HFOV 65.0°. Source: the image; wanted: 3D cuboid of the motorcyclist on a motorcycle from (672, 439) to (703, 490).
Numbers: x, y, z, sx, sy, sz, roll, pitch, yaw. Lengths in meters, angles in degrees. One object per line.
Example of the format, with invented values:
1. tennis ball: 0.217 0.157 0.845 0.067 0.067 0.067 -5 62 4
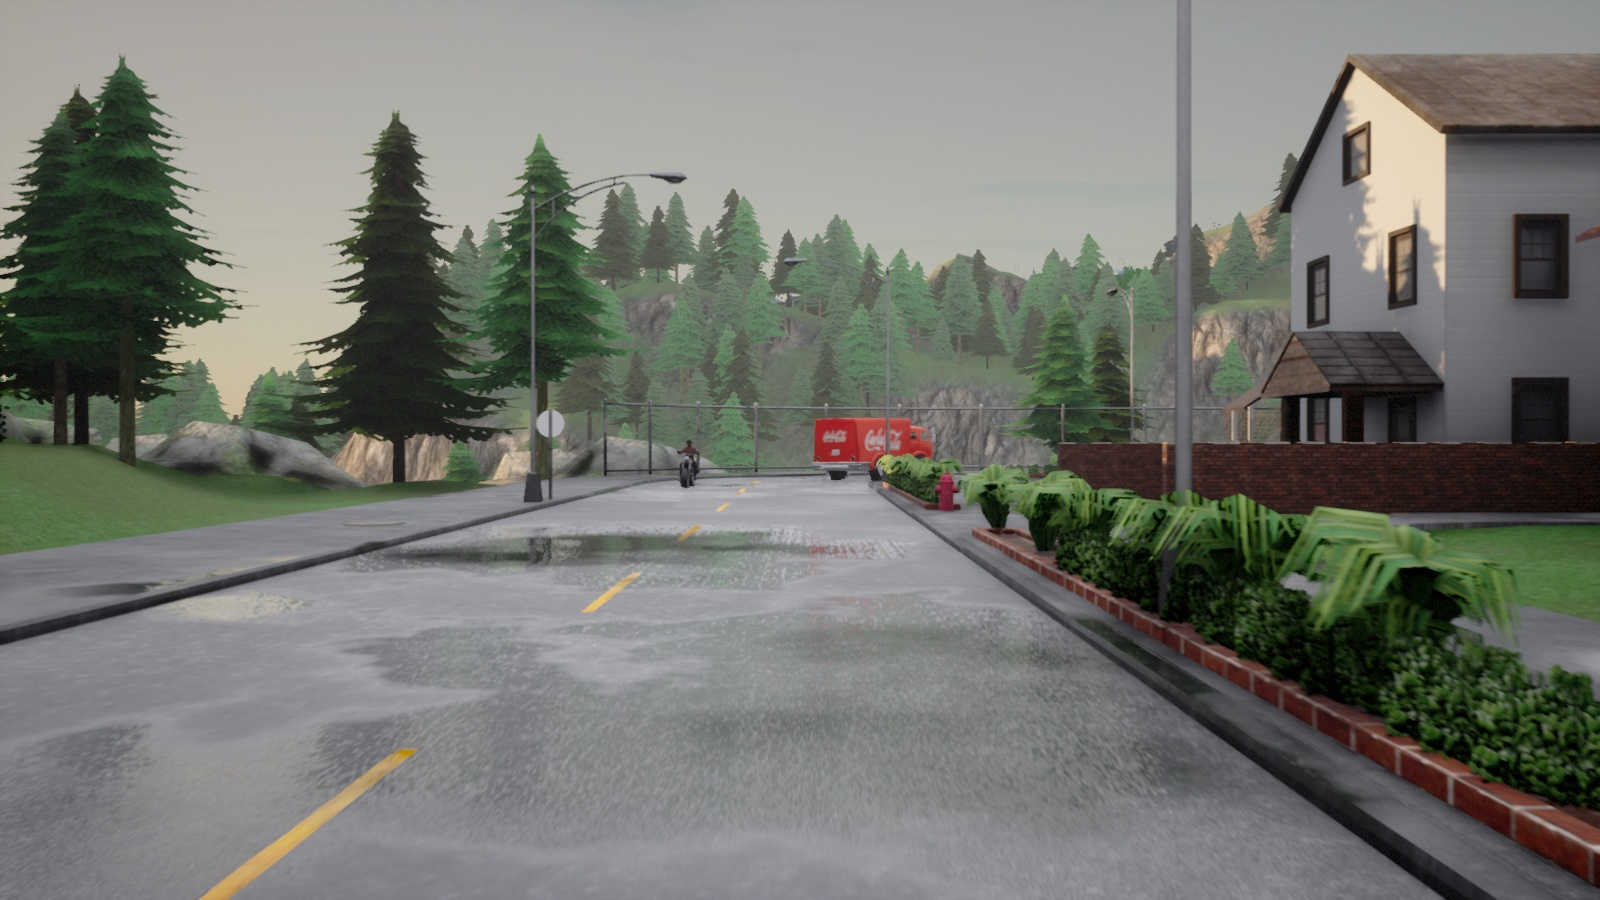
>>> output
1. motorcyclist on a motorcycle: -3.751 0.457 42.008 0.766 1.649 2.350 0 1 2

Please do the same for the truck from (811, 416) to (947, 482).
1. truck: 3.203 -0.021 50.114 2.627 2.467 5.204 -1 -1 45
